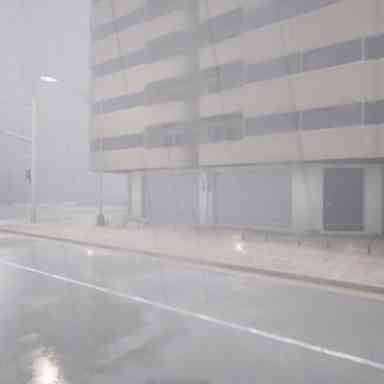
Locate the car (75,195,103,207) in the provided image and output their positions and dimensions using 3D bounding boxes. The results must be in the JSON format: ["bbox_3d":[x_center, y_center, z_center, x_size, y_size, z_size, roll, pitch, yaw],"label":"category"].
[{"bbox_3d":[-13.372,1.210,44.813,1.837,1.490,4.892,1,0,37],"label":"car"}]

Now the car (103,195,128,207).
[{"bbox_3d":[-9.037,1.236,44.780,1.837,1.490,4.892,1,1,37],"label":"car"}]
